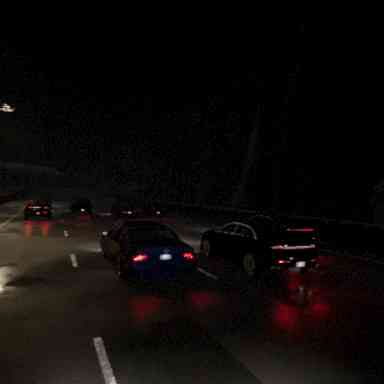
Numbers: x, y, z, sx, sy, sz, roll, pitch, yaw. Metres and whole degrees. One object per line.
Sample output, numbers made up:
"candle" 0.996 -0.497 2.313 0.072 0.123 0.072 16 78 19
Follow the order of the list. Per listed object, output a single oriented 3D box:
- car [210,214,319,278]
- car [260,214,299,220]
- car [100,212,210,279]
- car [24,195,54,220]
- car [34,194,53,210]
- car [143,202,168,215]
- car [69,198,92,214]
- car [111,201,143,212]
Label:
"car" 1.925 1.671 10.977 2.128 1.511 4.902 2 -1 -23
"car" 3.669 1.771 15.882 2.128 1.511 4.902 2 -1 -23
"car" -1.604 1.607 10.346 2.033 1.411 5.357 2 -1 -23
"car" -11.938 1.295 26.039 2.128 1.511 4.902 2 0 -23
"car" -17.126 1.127 38.482 1.837 1.490 4.892 2 1 -23
"car" -4.120 1.696 34.550 1.895 1.301 4.718 2 0 -23
"car" -10.928 1.355 32.704 1.837 1.490 4.892 2 0 -23
"car" -6.182 1.542 30.375 1.812 1.442 4.674 2 0 -23
